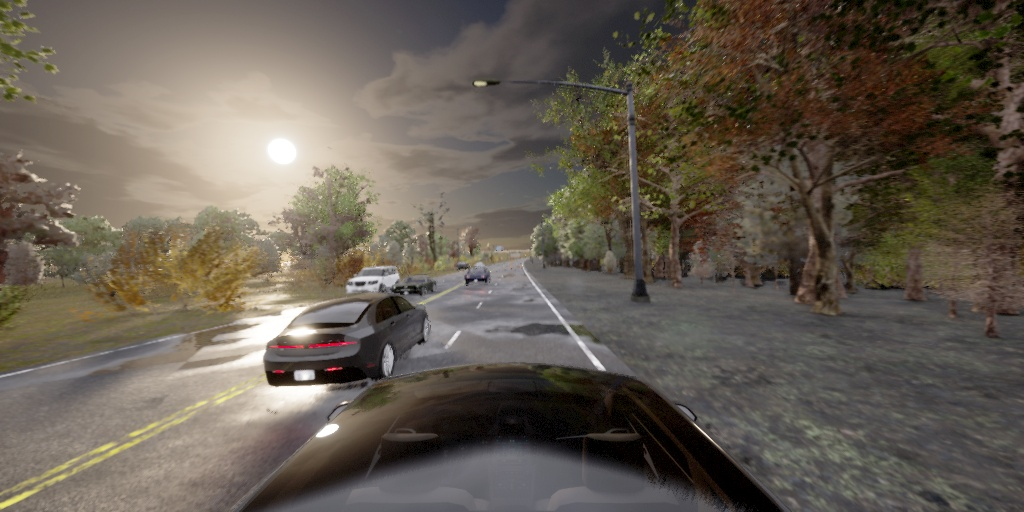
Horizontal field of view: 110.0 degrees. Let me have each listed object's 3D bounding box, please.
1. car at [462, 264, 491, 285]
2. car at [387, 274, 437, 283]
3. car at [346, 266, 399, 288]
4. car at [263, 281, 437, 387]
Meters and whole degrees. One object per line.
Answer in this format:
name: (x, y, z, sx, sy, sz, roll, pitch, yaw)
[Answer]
car: (-2.921, 1.701, 31.318, 1.895, 1.301, 4.718, -1, 0, 1)
car: (-6.452, 1.987, 24.088, 1.895, 1.301, 4.718, -3, -1, 1)
car: (-9.725, 1.773, 25.689, 2.150, 2.045, 5.566, -3, -1, 1)
car: (-3.151, 1.564, 7.865, 1.837, 1.490, 4.892, -3, 0, 0)
